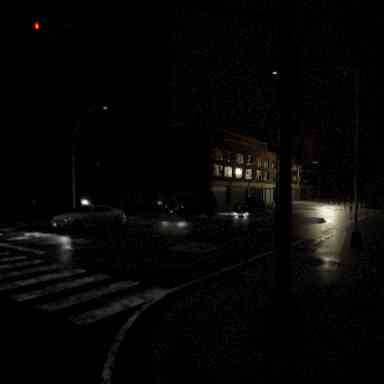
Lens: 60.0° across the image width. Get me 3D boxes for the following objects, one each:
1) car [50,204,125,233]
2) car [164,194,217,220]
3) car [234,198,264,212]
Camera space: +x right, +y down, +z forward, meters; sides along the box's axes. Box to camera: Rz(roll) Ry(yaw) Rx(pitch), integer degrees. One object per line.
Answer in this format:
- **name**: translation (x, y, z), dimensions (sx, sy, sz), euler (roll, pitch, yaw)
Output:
- **car**: translation (-6.050, 1.480, 19.833), dimensions (1.812, 1.442, 4.674), euler (1, 0, 35)
- **car**: translation (-0.010, 1.175, 28.321), dimensions (2.150, 2.045, 5.566), euler (1, 0, 36)
- **car**: translation (6.509, 1.444, 37.467), dimensions (2.128, 1.511, 4.902), euler (1, 0, 36)
